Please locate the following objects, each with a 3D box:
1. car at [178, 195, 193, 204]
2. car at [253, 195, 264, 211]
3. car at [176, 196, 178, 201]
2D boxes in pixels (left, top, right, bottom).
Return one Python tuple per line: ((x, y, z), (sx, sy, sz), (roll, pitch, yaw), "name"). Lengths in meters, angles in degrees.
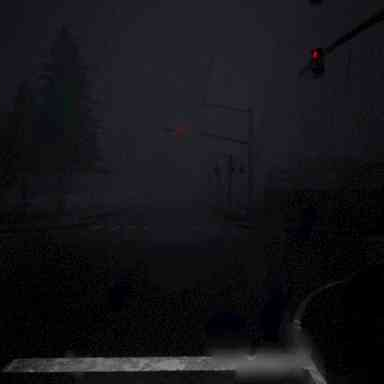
((-0.873, 1.518, 60.836), (2.033, 1.411, 5.357), (0, 0, -7), "car")
((8.887, 1.144, 36.211), (4.605, 1.855, 1.932), (0, 0, -1), "car")
((-2.161, 1.327, 71.021), (1.812, 1.442, 4.674), (0, 0, -13), "car")
